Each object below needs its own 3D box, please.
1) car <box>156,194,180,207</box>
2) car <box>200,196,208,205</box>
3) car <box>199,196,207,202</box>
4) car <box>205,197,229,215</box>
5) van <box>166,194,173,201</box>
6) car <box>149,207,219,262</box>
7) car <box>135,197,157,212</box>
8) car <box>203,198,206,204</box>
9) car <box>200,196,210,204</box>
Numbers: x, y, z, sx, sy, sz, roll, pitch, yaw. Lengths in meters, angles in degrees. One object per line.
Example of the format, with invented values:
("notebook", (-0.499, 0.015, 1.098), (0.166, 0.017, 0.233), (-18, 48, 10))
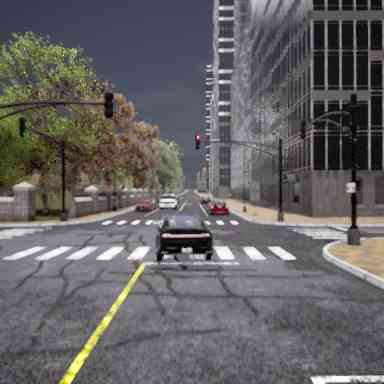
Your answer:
("car", (-3.108, 1.303, 44.010), (2.150, 2.045, 5.566), (0, 0, 0))
("car", (2.674, 1.678, 62.423), (1.947, 1.339, 4.313), (0, 0, 0))
("car", (2.669, 1.651, 79.640), (1.752, 1.417, 4.829), (0, 0, 0))
("car", (2.683, 1.504, 34.019), (1.967, 1.590, 4.097), (0, 0, 0))
("van", (-5.713, 1.467, 85.159), (1.690, 1.788, 3.998), (0, 0, 0))
("car", (-0.430, 1.516, 12.245), (2.128, 1.511, 4.902), (0, 0, -7))
("car", (-5.701, 1.619, 39.694), (1.887, 1.381, 4.507), (0, 0, 0))
("car", (2.680, 1.640, 39.699), (1.947, 1.339, 4.313), (0, 0, 0))
("car", (2.672, 1.558, 68.105), (1.967, 1.590, 4.097), (0, 0, 0))
